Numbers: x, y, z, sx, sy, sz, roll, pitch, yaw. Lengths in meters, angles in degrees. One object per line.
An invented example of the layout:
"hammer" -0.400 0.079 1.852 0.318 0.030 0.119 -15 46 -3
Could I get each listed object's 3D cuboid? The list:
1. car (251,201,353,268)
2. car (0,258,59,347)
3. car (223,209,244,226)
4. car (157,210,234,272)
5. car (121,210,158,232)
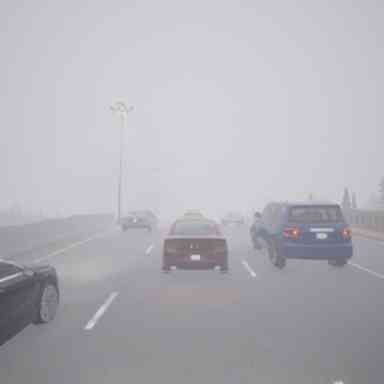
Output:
"car" 3.590 1.328 11.882 2.150 2.045 5.566 0 0 0
"car" -3.404 1.531 4.349 2.128 1.511 4.902 0 0 0
"car" 3.578 2.308 30.214 1.812 1.442 4.674 0 -4 0
"car" 0.091 1.577 11.177 1.882 1.535 5.008 0 0 0
"car" -3.417 1.891 22.422 2.033 1.411 5.357 0 -2 0
